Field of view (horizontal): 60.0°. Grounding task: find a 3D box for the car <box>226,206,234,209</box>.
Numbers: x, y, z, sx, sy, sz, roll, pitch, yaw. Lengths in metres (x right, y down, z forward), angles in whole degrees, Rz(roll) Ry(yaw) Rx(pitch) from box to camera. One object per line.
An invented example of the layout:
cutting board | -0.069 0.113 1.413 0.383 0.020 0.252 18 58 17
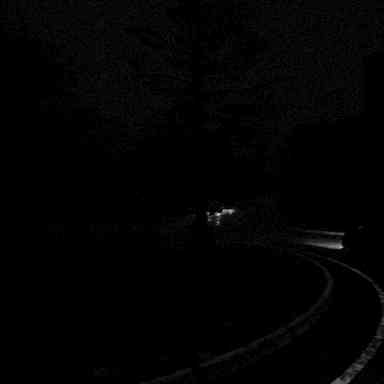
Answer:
car | 7.846 2.921 70.594 1.895 1.301 4.718 0 0 14

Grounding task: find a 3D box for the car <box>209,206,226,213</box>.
car | 4.098 2.709 55.879 1.812 1.442 4.674 0 -1 14

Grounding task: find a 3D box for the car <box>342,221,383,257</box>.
car | 7.527 1.772 12.719 1.994 1.385 4.181 0 -1 -2
